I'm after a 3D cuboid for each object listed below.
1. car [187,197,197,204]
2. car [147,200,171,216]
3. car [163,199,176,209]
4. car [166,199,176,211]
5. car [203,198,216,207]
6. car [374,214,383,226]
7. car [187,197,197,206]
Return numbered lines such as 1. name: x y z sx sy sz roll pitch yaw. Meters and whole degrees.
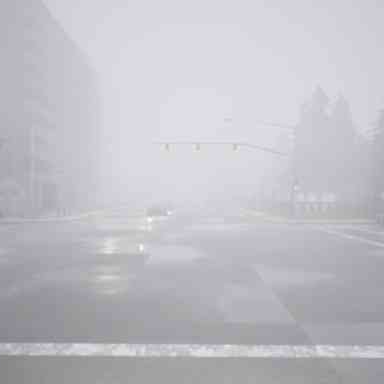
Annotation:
1. car: -0.074 1.929 74.660 2.128 1.511 4.902 0 0 0
2. car: -3.623 1.825 35.641 1.994 1.385 4.181 0 0 0
3. car: -3.637 1.911 55.557 1.837 1.490 4.892 0 0 0
4. car: -3.621 1.897 45.533 1.994 1.385 4.181 0 0 1
5. car: 3.537 1.936 62.698 1.882 1.535 5.008 0 0 0
6. car: 14.644 1.705 21.772 4.718 1.301 1.895 0 0 2
7. car: -0.065 1.956 65.410 1.882 1.535 5.008 0 0 0
